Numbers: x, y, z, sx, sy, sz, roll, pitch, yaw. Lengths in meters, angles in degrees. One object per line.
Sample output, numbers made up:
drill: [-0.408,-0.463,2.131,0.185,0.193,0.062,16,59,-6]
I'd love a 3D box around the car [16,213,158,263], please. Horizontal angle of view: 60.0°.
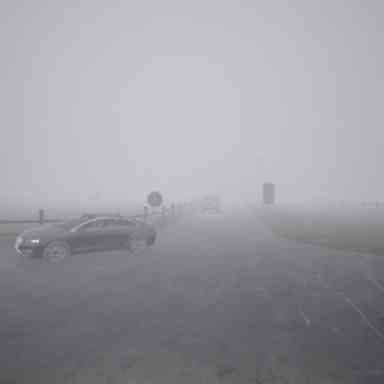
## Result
car: [-3.580,1.524,12.044,4.902,1.511,2.128,2,2,-37]

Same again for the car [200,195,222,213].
car: [2.266,1.328,38.476,2.150,2.045,5.566,0,0,7]
